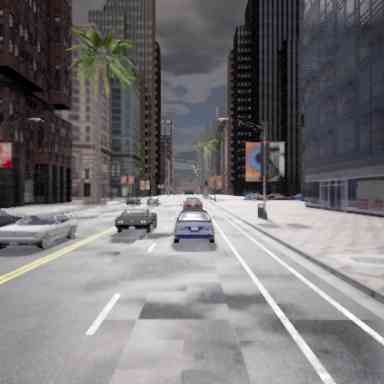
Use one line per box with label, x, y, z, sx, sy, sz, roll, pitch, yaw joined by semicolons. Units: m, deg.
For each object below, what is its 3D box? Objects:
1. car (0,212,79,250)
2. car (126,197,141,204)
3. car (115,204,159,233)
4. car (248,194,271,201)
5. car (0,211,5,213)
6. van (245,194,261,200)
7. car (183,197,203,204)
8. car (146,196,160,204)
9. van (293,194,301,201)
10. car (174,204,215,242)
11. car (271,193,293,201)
car;-6.601;1.603;14.522;1.895;1.301;4.718;0;0;0
car;-9.802;1.568;56.157;2.033;1.411;5.357;0;0;1
car;-3.151;1.605;19.780;1.895;1.301;4.718;0;0;0
car;17.065;1.588;84.407;4.403;1.369;2.008;0;0;0
car;-9.853;1.550;15.468;2.033;1.411;5.357;0;0;0
van;17.061;1.359;92.931;3.998;1.788;1.690;0;0;0
car;0.098;1.363;36.359;2.097;1.767;4.553;0;0;0
car;-6.561;1.513;56.149;2.128;1.511;4.902;0;0;0
van;28.421;1.372;84.411;3.998;1.788;1.690;0;0;0
car;0.094;1.551;16.247;2.033;1.411;5.357;0;0;0
car;22.743;1.616;84.409;4.206;1.307;1.802;0;0;0
